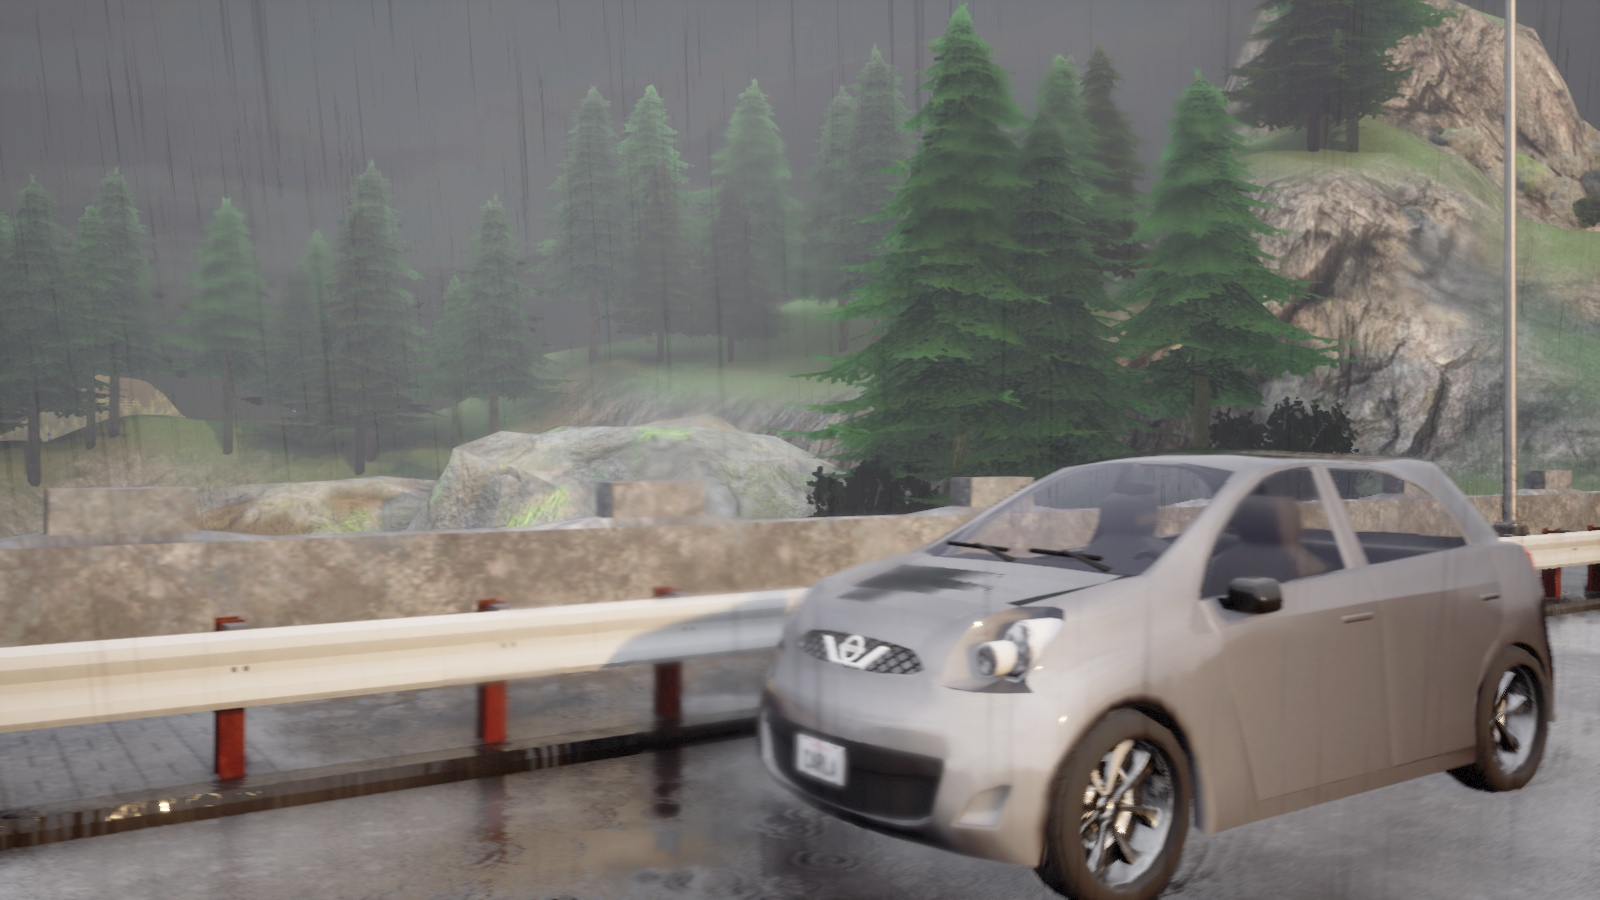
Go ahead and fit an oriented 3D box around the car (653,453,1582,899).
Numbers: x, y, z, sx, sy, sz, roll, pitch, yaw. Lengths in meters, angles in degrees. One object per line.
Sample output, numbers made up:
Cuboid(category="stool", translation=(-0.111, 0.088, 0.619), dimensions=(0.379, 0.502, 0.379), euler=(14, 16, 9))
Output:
Cuboid(category="car", translation=(1.435, 0.768, 5.266), dimensions=(3.633, 1.501, 1.845), euler=(0, 0, -35))
